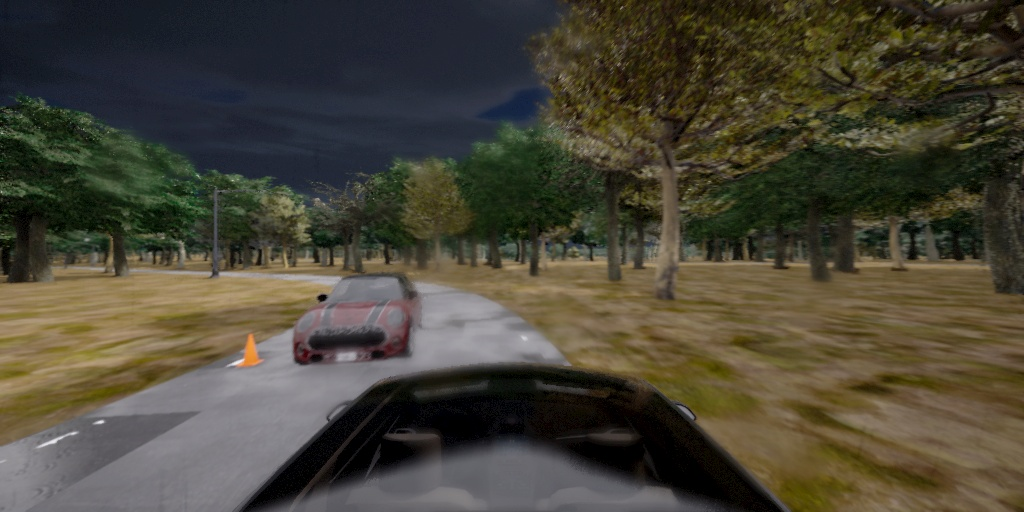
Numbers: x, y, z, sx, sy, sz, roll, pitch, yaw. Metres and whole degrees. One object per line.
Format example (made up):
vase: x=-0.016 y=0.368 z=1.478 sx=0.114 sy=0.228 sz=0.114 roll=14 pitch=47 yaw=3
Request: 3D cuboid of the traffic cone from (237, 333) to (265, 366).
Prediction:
traffic cone: x=-5.206 y=1.845 z=7.156 sx=0.340 sy=0.580 sz=0.340 roll=0 pitch=0 yaw=-7

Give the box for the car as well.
car: x=-3.311 y=1.207 z=8.541 sx=2.097 sy=1.767 sz=4.553 roll=-1 pitch=0 yaw=-10
